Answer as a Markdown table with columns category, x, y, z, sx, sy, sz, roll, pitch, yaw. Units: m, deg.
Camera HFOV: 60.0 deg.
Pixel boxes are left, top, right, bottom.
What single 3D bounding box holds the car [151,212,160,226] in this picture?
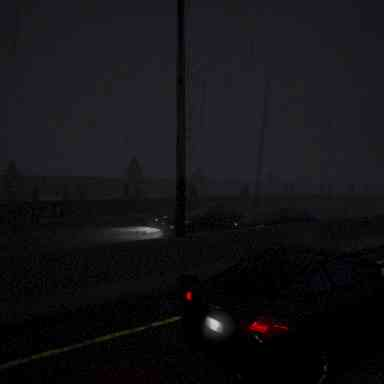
| category | x | y | z | sx | sy | sz | roll | pitch | yaw |
| --- | --- | --- | --- | --- | --- | --- | --- | --- | --- |
| car | -0.463 | 1.434 | 20.815 | 4.181 | 1.385 | 1.994 | -1 | 0 | -35 |

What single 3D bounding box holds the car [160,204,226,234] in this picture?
| category | x | y | z | sx | sy | sz | roll | pitch | yaw |
| --- | --- | --- | --- | --- | --- | --- | --- | --- | --- |
| car | 0.923 | 1.404 | 17.518 | 4.674 | 1.442 | 1.812 | -1 | 0 | -35 |

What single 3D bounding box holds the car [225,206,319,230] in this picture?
| category | x | y | z | sx | sy | sz | roll | pitch | yaw |
| --- | --- | --- | --- | --- | --- | --- | --- | --- | --- |
| car | 4.024 | 1.390 | 15.424 | 4.674 | 1.442 | 1.812 | -1 | 0 | -35 |

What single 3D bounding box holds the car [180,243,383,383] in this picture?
| category | x | y | z | sx | sy | sz | roll | pitch | yaw |
| --- | --- | --- | --- | --- | --- | --- | --- | --- | --- |
| car | 1.896 | 1.515 | 5.097 | 4.181 | 1.385 | 1.994 | -1 | 0 | -36 |
